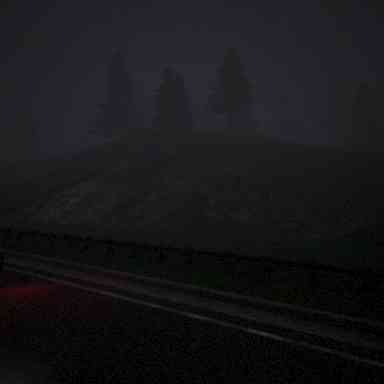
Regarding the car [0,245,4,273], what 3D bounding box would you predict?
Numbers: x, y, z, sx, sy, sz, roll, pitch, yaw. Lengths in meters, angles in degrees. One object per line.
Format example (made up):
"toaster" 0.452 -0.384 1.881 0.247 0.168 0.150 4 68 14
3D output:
"car" -6.705 1.528 8.657 4.674 1.442 1.812 0 0 34
